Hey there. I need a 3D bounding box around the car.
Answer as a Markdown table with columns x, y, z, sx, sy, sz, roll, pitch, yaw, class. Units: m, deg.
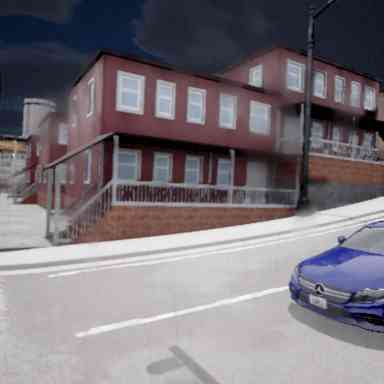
| x | y | z | sx | sy | sz | roll | pitch | yaw | class |
| --- | --- | --- | --- | --- | --- | --- | --- | --- | --- |
| 3.905 | 1.275 | 6.128 | 4.674 | 1.442 | 1.812 | -3 | 3 | -30 | car |
